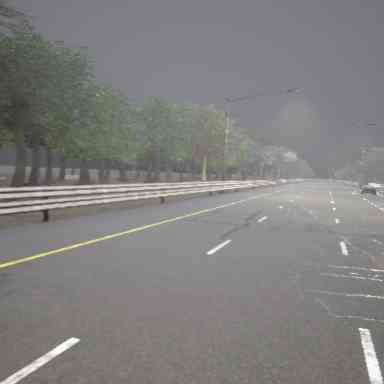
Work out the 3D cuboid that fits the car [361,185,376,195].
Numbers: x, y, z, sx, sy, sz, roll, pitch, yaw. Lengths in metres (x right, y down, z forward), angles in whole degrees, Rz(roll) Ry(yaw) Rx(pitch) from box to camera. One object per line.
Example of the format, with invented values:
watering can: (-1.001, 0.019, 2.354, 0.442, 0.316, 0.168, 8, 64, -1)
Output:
car: (27.038, -0.368, 50.972, 1.882, 1.535, 5.008, 4, 3, 24)
